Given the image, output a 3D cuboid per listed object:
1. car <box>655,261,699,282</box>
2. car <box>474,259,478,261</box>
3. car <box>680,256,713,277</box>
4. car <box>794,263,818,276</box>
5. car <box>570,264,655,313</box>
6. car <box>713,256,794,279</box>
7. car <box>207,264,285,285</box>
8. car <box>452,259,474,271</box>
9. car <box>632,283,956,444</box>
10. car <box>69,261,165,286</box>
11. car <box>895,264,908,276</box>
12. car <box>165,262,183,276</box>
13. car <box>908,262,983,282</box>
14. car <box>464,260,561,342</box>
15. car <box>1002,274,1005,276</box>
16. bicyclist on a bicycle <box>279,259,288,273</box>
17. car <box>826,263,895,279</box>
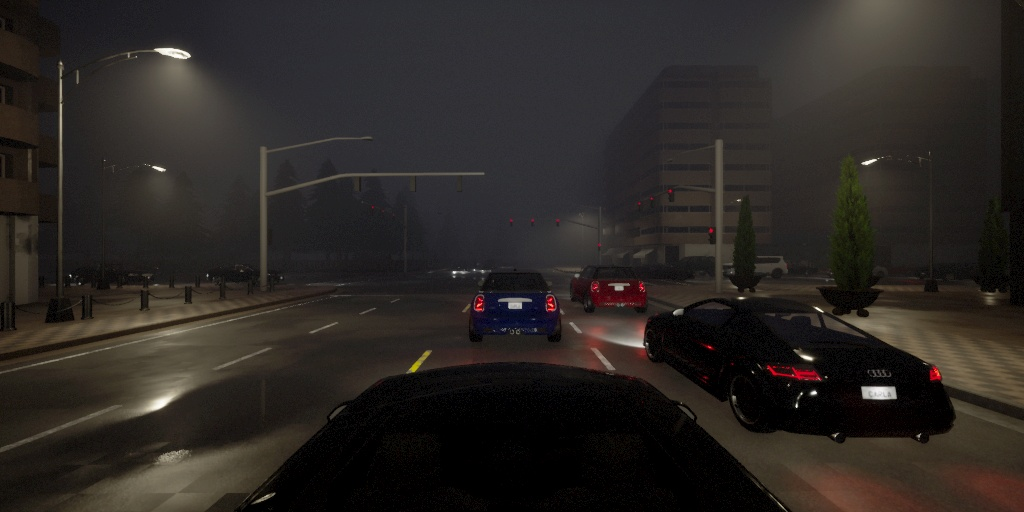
[{"bbox_3d":[11.904,1.351,29.314,5.357,1.411,2.033,0,0,2],"label":"car"},{"bbox_3d":[-6.229,1.255,57.580,1.837,1.490,4.892,0,0,7],"label":"car"},{"bbox_3d":[18.432,1.028,36.537,5.566,2.045,2.150,0,0,0],"label":"car"},{"bbox_3d":[28.192,1.406,36.571,4.718,1.301,1.895,0,0,0],"label":"car"},{"bbox_3d":[3.609,1.102,14.172,2.097,1.767,4.553,0,0,0],"label":"car"},{"bbox_3d":[22.178,1.027,33.051,5.566,2.045,2.150,0,0,0],"label":"car"},{"bbox_3d":[-18.988,1.297,25.704,4.902,1.511,2.128,0,0,0],"label":"car"},{"bbox_3d":[-6.845,1.314,48.692,1.994,1.385,4.181,0,0,3],"label":"car"},{"bbox_3d":[3.608,1.314,5.531,1.994,1.385,4.181,0,0,0],"label":"car"},{"bbox_3d":[-28.522,1.297,25.671,4.902,1.511,2.128,0,0,0],"label":"car"},{"bbox_3d":[38.238,1.406,36.598,4.718,1.301,1.895,0,0,0],"label":"car"},{"bbox_3d":[-36.367,1.297,36.340,4.902,1.511,2.128,0,0,0],"label":"car"},{"bbox_3d":[36.182,1.283,29.399,5.008,1.535,1.882,0,0,0],"label":"car"},{"bbox_3d":[0.085,1.102,9.945,2.097,1.767,4.553,0,0,0],"label":"car"},{"bbox_3d":[42.139,1.283,33.101,5.008,1.535,1.882,0,0,0],"label":"car"},{"bbox_3d":[-25.600,1.106,40.164,0.582,1.620,1.656,0,0,0],"label":"bicyclist on a bicycle"},{"bbox_3d":[31.815,1.331,33.081,4.674,1.442,1.812,0,0,0],"label":"car"}]
